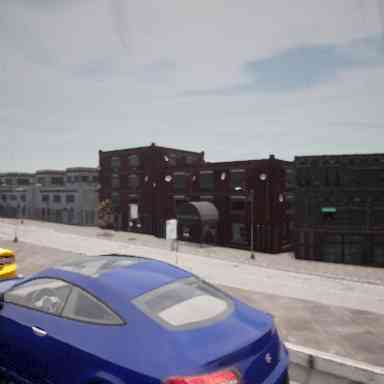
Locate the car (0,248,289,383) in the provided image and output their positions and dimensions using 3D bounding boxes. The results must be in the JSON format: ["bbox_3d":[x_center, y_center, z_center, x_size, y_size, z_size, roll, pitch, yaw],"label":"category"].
[{"bbox_3d":[-1.205,1.521,4.098,4.674,1.452,2.002,0,0,35],"label":"car"}]
